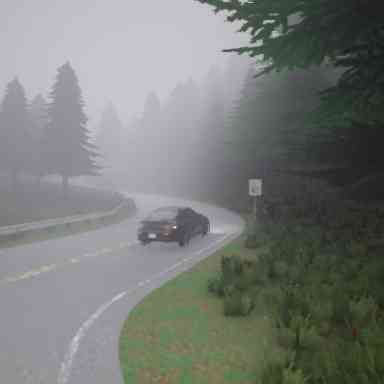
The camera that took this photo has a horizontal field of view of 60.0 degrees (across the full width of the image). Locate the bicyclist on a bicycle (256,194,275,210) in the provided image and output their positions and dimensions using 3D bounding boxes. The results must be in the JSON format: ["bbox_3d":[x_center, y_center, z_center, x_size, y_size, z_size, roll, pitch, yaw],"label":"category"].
[{"bbox_3d":[4.082,0.927,18.318,1.656,1.620,0.582,-10,2,11],"label":"bicyclist on a bicycle"}]

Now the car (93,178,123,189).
[{"bbox_3d":[-11.120,-1.065,44.023,4.892,1.490,1.837,8,4,41],"label":"car"}]

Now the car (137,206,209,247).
[{"bbox_3d":[-0.671,1.325,14.081,1.812,1.442,4.674,1,2,19],"label":"car"}]
